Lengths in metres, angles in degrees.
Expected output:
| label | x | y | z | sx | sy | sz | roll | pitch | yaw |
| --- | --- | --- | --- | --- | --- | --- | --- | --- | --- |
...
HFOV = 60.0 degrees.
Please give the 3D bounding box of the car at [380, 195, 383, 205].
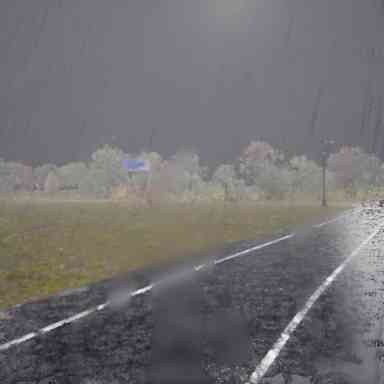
| label | x | y | z | sx | sy | sz | roll | pitch | yaw |
| --- | --- | --- | --- | --- | --- | --- | --- | --- | --- |
| car | 31.840 | 1.262 | 54.029 | 2.097 | 1.767 | 4.553 | 0 | 0 | 34 |
